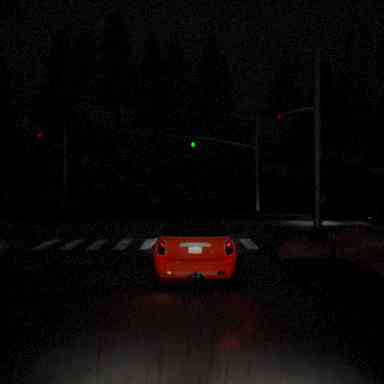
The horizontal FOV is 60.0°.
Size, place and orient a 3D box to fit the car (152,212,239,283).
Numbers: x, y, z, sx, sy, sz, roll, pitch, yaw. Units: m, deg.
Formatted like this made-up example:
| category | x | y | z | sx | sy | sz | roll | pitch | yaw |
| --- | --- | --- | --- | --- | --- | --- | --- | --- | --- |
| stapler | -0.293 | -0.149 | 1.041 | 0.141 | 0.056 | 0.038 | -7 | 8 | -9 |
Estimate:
| category | x | y | z | sx | sy | sz | roll | pitch | yaw |
| --- | --- | --- | --- | --- | --- | --- | --- | --- | --- |
| car | 0.077 | 1.367 | 9.830 | 2.097 | 1.767 | 4.553 | 0 | 0 | 0 |

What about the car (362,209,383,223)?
| category | x | y | z | sx | sy | sz | roll | pitch | yaw |
| --- | --- | --- | --- | --- | --- | --- | --- | --- | --- |
| car | 14.398 | 1.472 | 22.867 | 4.718 | 1.301 | 1.895 | 0 | 0 | 0 |
